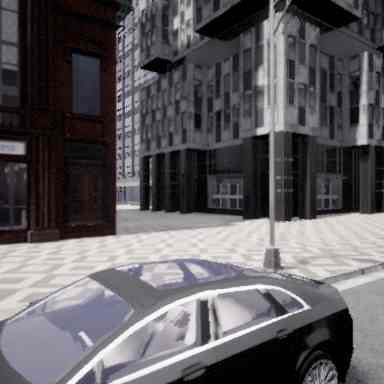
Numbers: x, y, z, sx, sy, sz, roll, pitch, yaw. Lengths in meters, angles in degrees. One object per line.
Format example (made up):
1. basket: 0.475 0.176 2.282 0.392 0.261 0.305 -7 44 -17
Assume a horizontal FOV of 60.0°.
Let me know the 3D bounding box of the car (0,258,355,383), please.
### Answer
1. car: -0.457 1.489 3.052 4.902 1.511 2.128 0 0 -36
